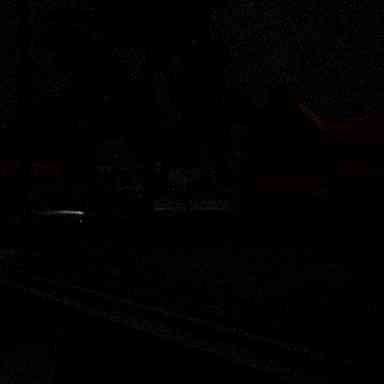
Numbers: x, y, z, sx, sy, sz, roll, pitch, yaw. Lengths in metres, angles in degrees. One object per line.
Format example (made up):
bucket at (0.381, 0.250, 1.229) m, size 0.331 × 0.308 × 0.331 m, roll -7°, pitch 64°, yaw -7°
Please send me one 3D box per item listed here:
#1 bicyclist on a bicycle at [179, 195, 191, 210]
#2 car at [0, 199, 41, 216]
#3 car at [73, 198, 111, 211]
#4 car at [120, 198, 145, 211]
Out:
bicyclist on a bicycle at (-0.781, 1.215, 38.229) m, size 1.656 × 1.620 × 0.582 m, roll 0°, pitch 0°, yaw 34°
car at (-17.315, 1.493, 32.507) m, size 1.837 × 1.490 × 4.892 m, roll 0°, pitch 0°, yaw 34°
car at (-12.028, 1.492, 40.297) m, size 1.837 × 1.490 × 4.892 m, roll 0°, pitch 0°, yaw 34°
car at (-6.758, 1.466, 41.504) m, size 1.882 × 1.535 × 5.008 m, roll 0°, pitch 0°, yaw 34°
